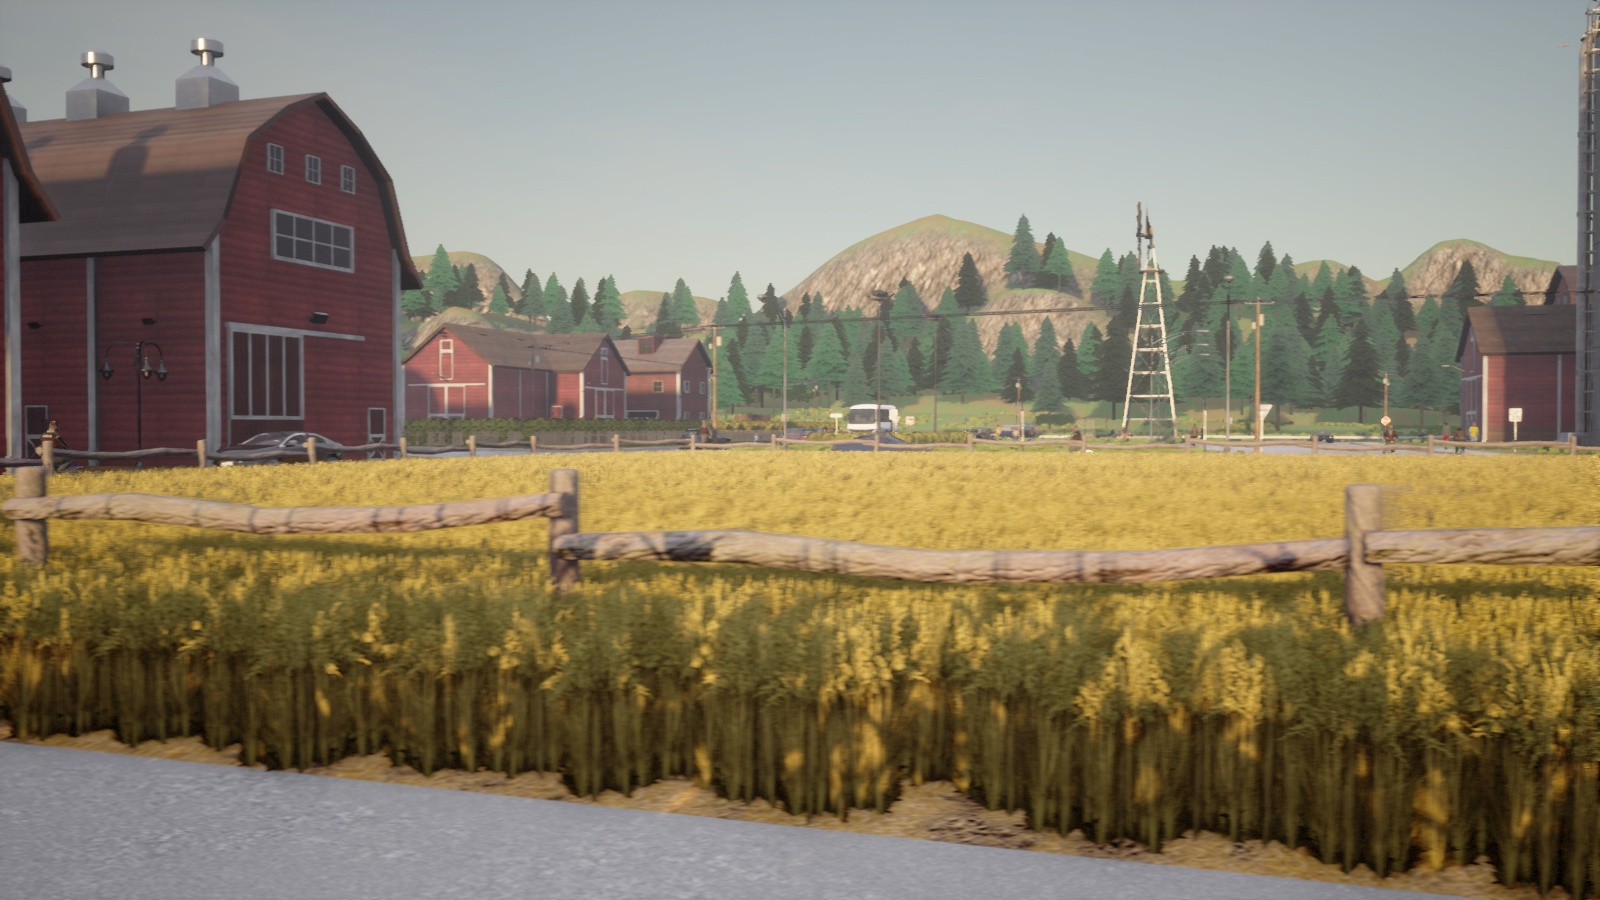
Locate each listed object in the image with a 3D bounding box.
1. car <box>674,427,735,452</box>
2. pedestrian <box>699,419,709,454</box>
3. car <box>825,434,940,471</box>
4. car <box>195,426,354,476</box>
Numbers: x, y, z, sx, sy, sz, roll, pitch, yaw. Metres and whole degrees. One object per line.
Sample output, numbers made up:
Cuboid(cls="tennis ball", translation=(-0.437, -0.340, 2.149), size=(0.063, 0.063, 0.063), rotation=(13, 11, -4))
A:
Cuboid(cls="car", translation=(-6.382, -0.728, 84.562), size=(2.033, 1.649, 4.856), rotation=(0, 1, 23))
Cuboid(cls="pedestrian", translation=(-5.001, -0.713, 65.544), size=(0.376, 1.854, 0.720), rotation=(0, 1, -17))
Cuboid(cls="car", translation=(3.301, 0.069, 50.084), size=(4.181, 1.385, 1.994), rotation=(1, 1, 18))
Cuboid(cls="car", translation=(-16.747, -0.014, 40.327), size=(2.128, 1.511, 4.902), rotation=(1, 1, 16))
